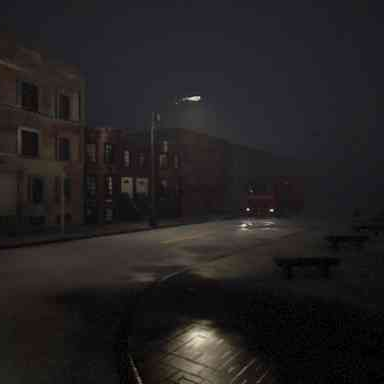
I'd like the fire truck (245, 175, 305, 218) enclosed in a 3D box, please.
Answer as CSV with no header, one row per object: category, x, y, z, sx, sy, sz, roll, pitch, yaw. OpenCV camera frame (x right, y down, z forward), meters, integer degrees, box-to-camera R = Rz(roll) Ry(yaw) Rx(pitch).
fire truck,8.164,0.366,31.760,2.891,3.827,8.468,0,0,36
